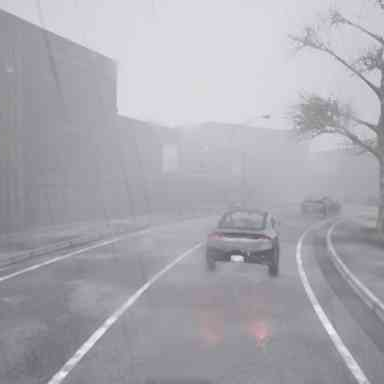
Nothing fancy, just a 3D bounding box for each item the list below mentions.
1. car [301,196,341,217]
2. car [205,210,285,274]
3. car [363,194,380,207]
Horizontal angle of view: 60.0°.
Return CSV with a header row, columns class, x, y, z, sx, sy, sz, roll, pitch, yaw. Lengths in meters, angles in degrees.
class,x,y,z,sx,sy,sz,roll,pitch,yaw
car,10.065,1.056,25.725,2.128,1.511,4.902,2,2,40
car,1.711,1.295,10.041,2.128,1.511,4.902,1,1,16
car,22.592,0.931,39.670,4.674,1.442,1.812,0,2,-23
